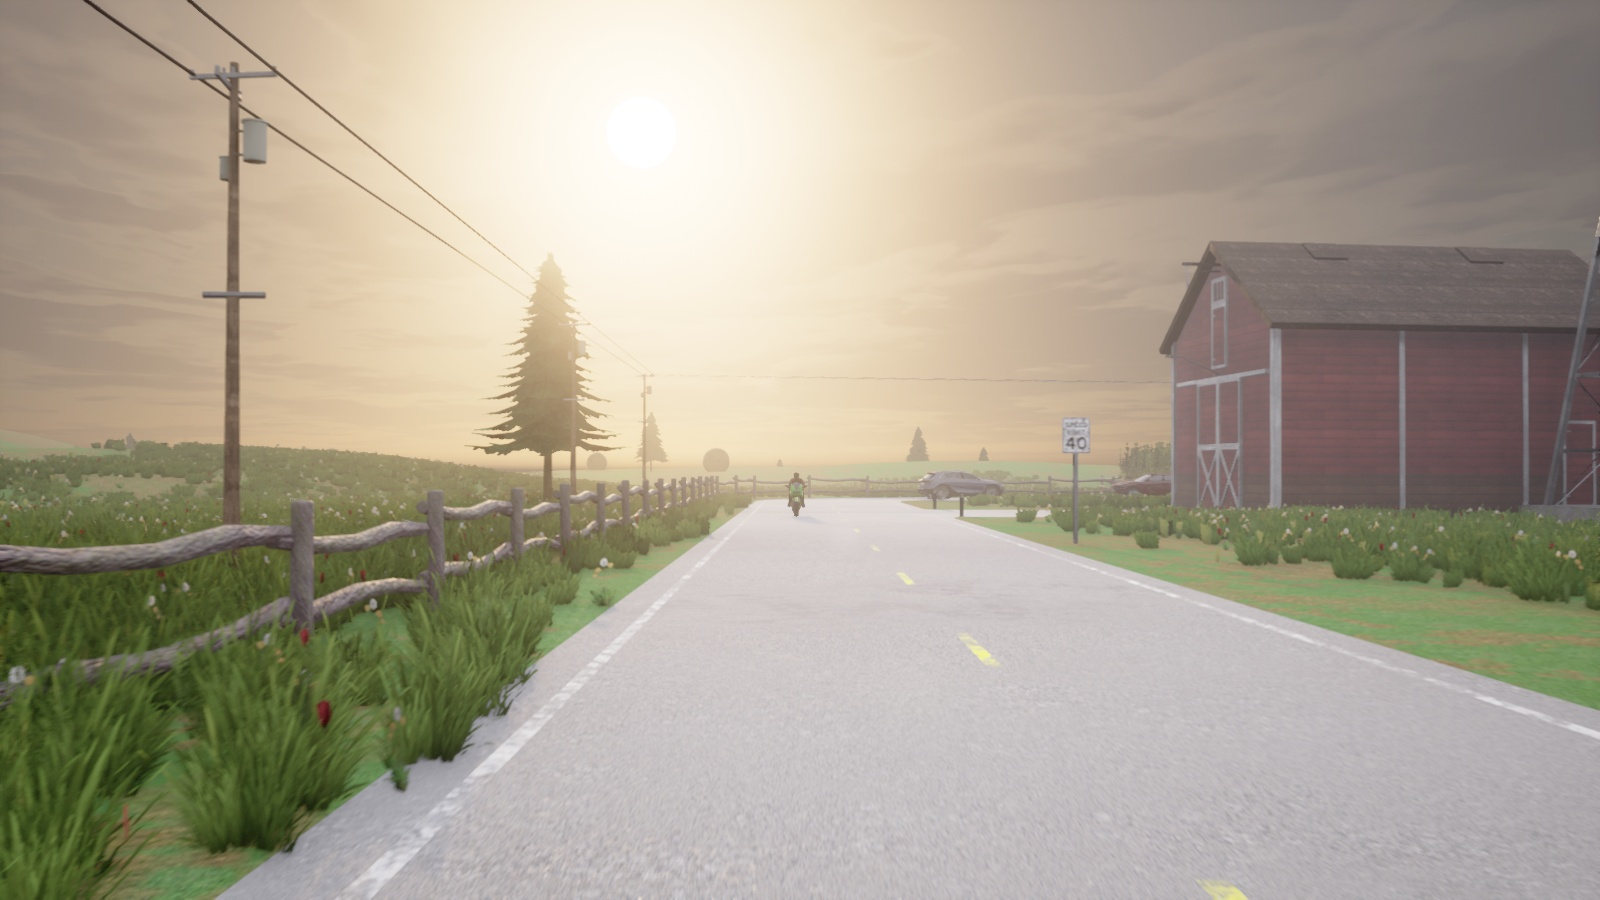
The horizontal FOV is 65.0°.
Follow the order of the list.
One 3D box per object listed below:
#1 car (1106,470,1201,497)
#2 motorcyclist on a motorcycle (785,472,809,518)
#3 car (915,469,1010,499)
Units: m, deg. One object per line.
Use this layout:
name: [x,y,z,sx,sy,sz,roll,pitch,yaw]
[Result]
car: [20.795,1.947,73.968,5.008,1.535,1.882,0,-1,-6]
motorcyclist on a motorcycle: [-0.113,1.512,42.708,0.797,1.523,2.044,0,-1,0]
car: [8.999,1.874,69.667,4.856,1.649,2.033,0,-2,-13]
